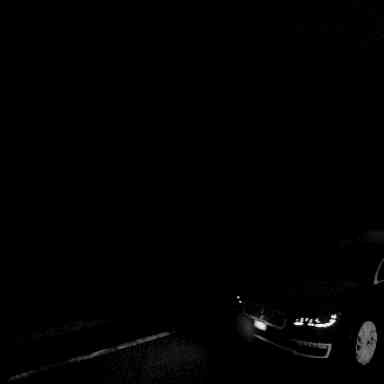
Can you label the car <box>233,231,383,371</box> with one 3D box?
[{"bbox_3d":[2.862,1.498,5.762,4.892,1.490,1.837,0,0,-36],"label":"car"}]
